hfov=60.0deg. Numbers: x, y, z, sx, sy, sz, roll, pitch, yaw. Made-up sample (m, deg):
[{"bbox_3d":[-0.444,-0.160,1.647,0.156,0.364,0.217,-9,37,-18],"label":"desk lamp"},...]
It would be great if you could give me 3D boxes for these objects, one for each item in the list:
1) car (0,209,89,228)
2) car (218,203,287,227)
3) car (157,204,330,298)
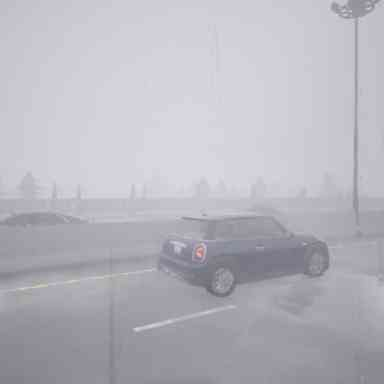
[{"bbox_3d":[-6.240,1.436,12.230,4.892,1.490,1.837,0,0,-33],"label":"car"},{"bbox_3d":[4.046,1.473,22.191,4.181,1.385,1.994,0,0,-25],"label":"car"},{"bbox_3d":[1.476,1.316,8.620,4.553,1.767,2.097,0,0,-32],"label":"car"}]
